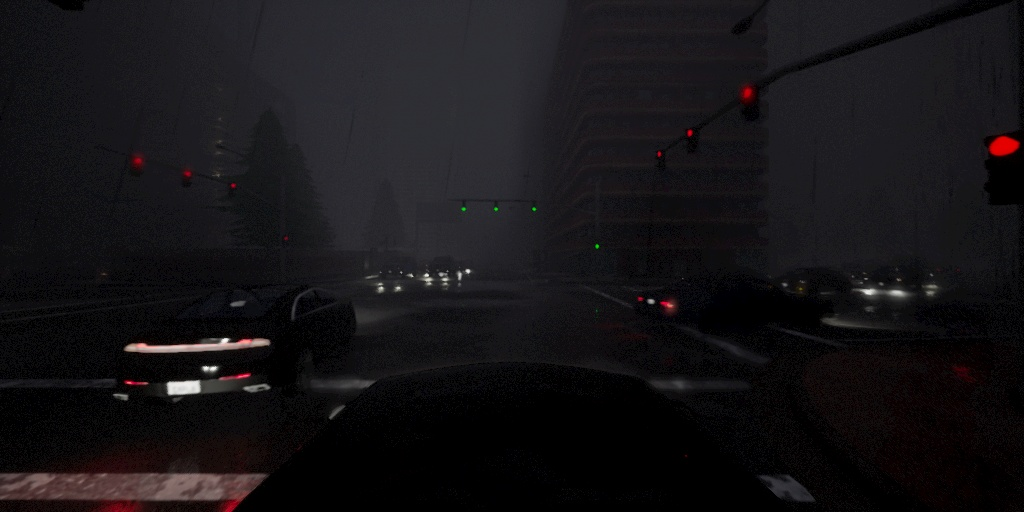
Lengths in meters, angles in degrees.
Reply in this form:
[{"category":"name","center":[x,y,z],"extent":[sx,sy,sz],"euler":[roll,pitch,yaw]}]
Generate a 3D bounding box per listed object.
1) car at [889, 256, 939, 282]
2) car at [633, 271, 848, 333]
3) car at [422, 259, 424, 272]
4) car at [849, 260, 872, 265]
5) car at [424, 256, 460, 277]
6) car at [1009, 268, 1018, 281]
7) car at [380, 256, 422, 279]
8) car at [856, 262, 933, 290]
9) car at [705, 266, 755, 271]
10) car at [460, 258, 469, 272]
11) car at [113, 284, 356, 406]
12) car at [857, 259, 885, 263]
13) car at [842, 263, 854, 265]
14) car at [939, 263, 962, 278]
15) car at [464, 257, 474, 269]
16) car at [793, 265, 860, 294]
[{"category":"car","center":[32.241,1.006,29.074],"extent":[2.150,2.045,5.566],"euler":[0,0,43]},{"category":"car","center":[6.275,1.276,10.270],"extent":[5.357,1.411,2.033],"euler":[0,0,-11]},{"category":"car","center":[-10.707,1.173,43.858],"extent":[2.097,1.767,4.553],"euler":[0,0,0]},{"category":"car","center":[30.326,1.336,32.017],"extent":[2.033,1.411,5.357],"euler":[0,0,43]},{"category":"car","center":[-7.207,1.034,37.478],"extent":[2.150,2.045,5.566],"euler":[0,0,-1]},{"category":"car","center":[39.969,1.315,27.058],"extent":[1.812,1.442,4.674],"euler":[0,0,39]},{"category":"car","center":[-10.666,1.024,34.306],"extent":[2.150,2.045,5.566],"euler":[0,0,2]},{"category":"car","center":[24.275,1.311,22.716],"extent":[5.357,1.411,2.033],"euler":[0,0,-31]},{"category":"car","center":[13.064,1.296,21.824],"extent":[5.357,1.411,2.033],"euler":[0,0,-13]},{"category":"car","center":[-7.211,1.337,47.289],"extent":[1.837,1.490,4.892],"euler":[0,0,0]},{"category":"car","center":[-4.147,1.237,6.358],"extent":[2.128,1.511,4.902],"euler":[0,0,-12]},{"category":"car","center":[38.420,1.286,37.394],"extent":[1.882,1.535,5.008],"euler":[0,0,29]},{"category":"car","center":[21.952,1.367,25.420],"extent":[4.718,1.301,1.895],"euler":[0,0,-31]},{"category":"car","center":[41.413,1.355,35.170],"extent":[2.033,1.411,5.357],"euler":[0,0,29]},{"category":"car","center":[-7.171,1.343,57.452],"extent":[2.128,1.511,4.902],"euler":[0,0,0]},{"category":"car","center":[15.808,1.311,19.009],"extent":[4.181,1.385,1.994],"euler":[0,0,-20]}]
